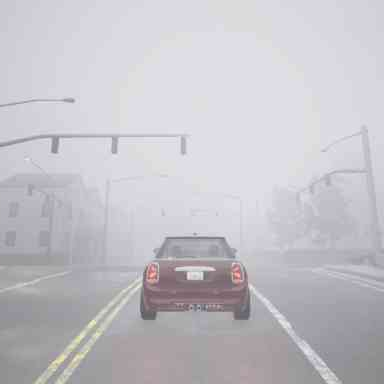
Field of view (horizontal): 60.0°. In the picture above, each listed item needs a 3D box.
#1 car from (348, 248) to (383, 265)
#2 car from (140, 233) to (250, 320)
[{"bbox_3d":[16.221,5.693,29.059,4.892,1.490,1.837,0,-12,1],"label":"car"},{"bbox_3d":[0.076,1.790,8.231,2.097,1.767,4.553,0,-6,0],"label":"car"}]
